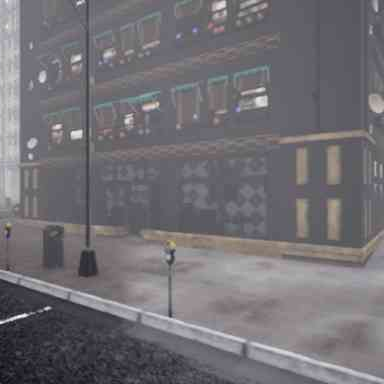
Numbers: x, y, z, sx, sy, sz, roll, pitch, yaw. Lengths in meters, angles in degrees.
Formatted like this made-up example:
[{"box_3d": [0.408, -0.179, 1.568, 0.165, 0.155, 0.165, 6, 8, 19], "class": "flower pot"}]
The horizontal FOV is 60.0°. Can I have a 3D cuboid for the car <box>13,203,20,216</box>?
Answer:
[{"box_3d": [-11.530, 1.228, 25.818, 1.947, 1.339, 4.313, 1, 2, 35], "class": "car"}]
